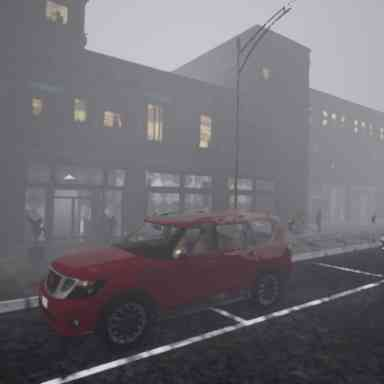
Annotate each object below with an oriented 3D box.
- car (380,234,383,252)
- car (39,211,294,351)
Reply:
[{"bbox_3d":[9.038,1.691,12.994,4.403,1.369,2.008,1,1,-35],"label":"car"},{"bbox_3d":[-0.146,1.348,6.436,5.009,1.841,2.192,1,1,-35],"label":"car"}]
